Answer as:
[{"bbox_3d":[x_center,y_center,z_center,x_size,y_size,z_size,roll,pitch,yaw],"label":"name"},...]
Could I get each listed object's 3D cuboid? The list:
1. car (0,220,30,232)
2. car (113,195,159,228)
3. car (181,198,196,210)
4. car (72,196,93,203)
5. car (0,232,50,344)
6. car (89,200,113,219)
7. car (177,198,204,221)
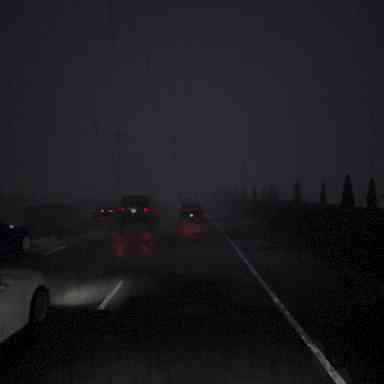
[{"bbox_3d":[-6.903,1.471,10.373,1.882,1.535,5.008,0,0,0],"label":"car"},{"bbox_3d":[-3.485,1.208,22.369,2.150,2.045,5.566,0,0,-1],"label":"car"},{"bbox_3d":[-0.502,1.499,42.700,1.812,1.442,4.674,0,0,-2],"label":"car"},{"bbox_3d":[-14.708,1.323,45.066,2.097,1.767,4.553,0,0,-1],"label":"car"},{"bbox_3d":[-3.401,1.523,3.948,1.812,1.442,4.674,0,0,0],"label":"car"},{"bbox_3d":[-7.112,1.529,28.711,2.033,1.411,5.357,0,0,-1],"label":"car"},{"bbox_3d":[-0.081,1.486,26.949,1.837,1.490,4.892,0,0,-1],"label":"car"}]
